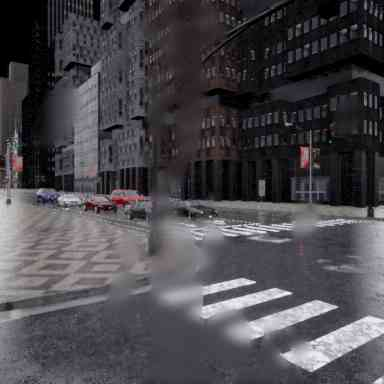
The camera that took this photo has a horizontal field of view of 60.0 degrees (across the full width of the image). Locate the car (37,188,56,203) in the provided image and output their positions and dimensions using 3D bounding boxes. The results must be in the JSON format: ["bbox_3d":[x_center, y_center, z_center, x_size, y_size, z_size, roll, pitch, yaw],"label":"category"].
[{"bbox_3d":[-20.617,0.521,47.554,2.150,2.045,5.566,0,1,-36],"label":"car"}]

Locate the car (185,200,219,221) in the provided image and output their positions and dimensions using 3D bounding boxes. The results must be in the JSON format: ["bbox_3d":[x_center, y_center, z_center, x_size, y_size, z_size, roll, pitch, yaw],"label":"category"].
[{"bbox_3d":[-0.393,1.280,25.095,2.033,1.411,5.357,0,1,-39],"label":"car"}]

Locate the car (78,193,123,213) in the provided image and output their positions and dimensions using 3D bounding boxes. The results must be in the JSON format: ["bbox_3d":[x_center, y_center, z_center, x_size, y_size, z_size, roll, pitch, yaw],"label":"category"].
[{"bbox_3d":[-8.599,1.080,30.918,1.882,1.535,5.008,0,1,-36],"label":"car"}]

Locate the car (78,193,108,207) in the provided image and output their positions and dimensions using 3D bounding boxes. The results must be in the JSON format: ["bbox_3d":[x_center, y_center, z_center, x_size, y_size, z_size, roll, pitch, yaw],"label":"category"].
[{"bbox_3d":[-12.470,0.929,41.792,2.128,1.511,4.902,0,1,-36],"label":"car"}]

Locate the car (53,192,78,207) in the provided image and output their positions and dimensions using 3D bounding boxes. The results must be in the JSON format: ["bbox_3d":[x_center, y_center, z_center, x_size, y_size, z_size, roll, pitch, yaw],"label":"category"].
[{"bbox_3d":[-14.398,0.986,38.892,1.812,1.442,4.674,0,1,-35],"label":"car"}]

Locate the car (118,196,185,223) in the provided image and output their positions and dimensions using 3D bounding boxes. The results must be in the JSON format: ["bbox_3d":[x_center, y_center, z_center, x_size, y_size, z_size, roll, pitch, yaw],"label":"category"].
[{"bbox_3d":[-2.998,1.284,23.236,2.033,1.411,5.357,0,1,-35],"label":"car"}]

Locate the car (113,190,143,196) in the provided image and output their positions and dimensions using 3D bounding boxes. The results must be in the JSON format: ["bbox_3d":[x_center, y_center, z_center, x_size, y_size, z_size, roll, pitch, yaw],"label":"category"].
[{"bbox_3d":[-6.351,0.811,33.354,2.150,2.045,5.566,0,1,-36],"label":"car"}]
